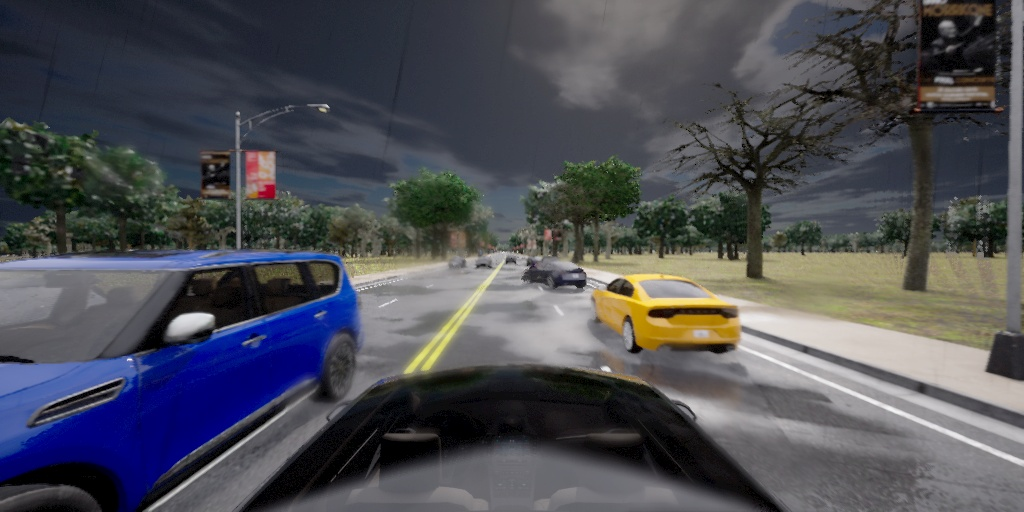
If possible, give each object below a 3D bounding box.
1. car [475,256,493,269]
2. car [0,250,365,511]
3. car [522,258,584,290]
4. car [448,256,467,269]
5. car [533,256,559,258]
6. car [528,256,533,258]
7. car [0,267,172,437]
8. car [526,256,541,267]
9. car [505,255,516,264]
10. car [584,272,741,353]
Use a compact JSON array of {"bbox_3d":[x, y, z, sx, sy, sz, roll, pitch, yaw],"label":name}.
[{"bbox_3d":[-3.438,0.813,44.702,1.837,1.490,4.892,0,1,0],"label":"car"},{"bbox_3d":[-3.351,0.955,3.336,2.150,2.045,5.566,0,1,0],"label":"car"},{"bbox_3d":[2.413,1.056,20.975,2.163,1.488,4.792,0,1,-23],"label":"car"},{"bbox_3d":[-6.688,0.801,44.635,2.128,1.511,4.902,0,1,0],"label":"car"},{"bbox_3d":[3.201,0.806,30.604,2.097,1.767,4.553,0,1,0],"label":"car"},{"bbox_3d":[3.160,0.845,41.670,2.163,1.488,4.792,0,1,0],"label":"car"},{"bbox_3d":[-6.602,1.083,3.569,2.097,1.767,4.553,0,1,0],"label":"car"},{"bbox_3d":[3.107,0.733,52.645,1.837,1.490,4.892,0,1,0],"label":"car"},{"bbox_3d":[-0.191,0.651,60.859,1.837,1.490,4.892,0,1,0],"label":"car"},{"bbox_3d":[3.247,1.157,8.625,1.882,1.535,5.008,0,1,0],"label":"car"}]
